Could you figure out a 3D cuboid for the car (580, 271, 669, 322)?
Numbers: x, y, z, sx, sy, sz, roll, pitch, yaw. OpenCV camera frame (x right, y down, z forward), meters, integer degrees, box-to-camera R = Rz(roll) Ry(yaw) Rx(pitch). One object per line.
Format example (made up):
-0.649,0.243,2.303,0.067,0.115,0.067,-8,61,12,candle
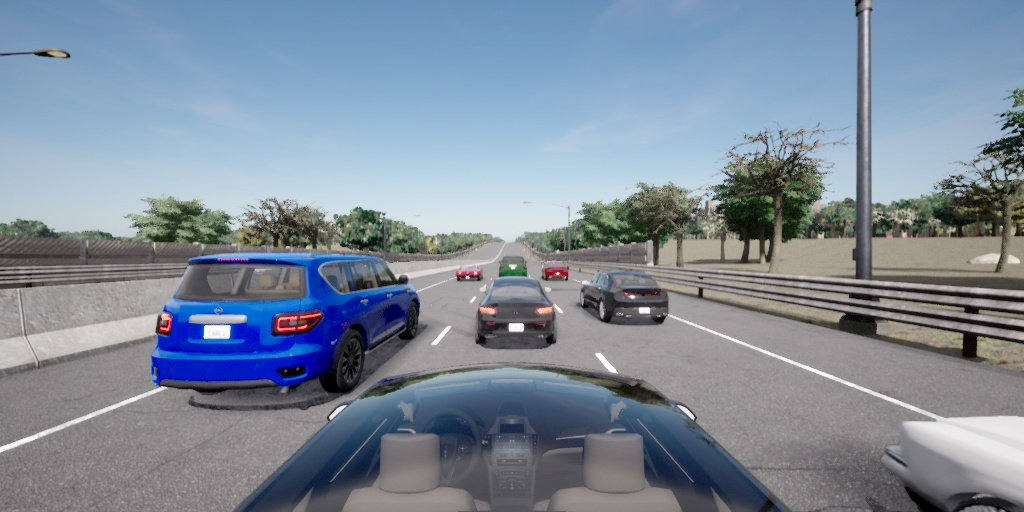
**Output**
3.594,1.243,12.199,1.837,1.490,4.892,0,0,0,car

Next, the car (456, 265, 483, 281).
-3.423,1.353,29.679,1.895,1.301,4.718,0,0,-1,car

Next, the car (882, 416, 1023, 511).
3.599,1.353,0.383,1.895,1.301,4.718,0,0,0,car

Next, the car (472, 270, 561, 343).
0.092,1.266,9.485,1.812,1.442,4.674,0,0,0,car

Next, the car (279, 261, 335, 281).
-17.626,1.248,31.183,2.128,1.511,4.902,0,0,0,car

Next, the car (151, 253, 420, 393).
-3.405,0.966,6.821,2.150,2.045,5.566,0,0,0,car

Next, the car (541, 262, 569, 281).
3.571,1.232,30.318,1.882,1.535,5.008,0,0,0,car

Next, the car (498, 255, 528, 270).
0.074,0.972,28.792,2.150,2.045,5.566,0,0,0,car

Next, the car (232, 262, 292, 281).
-21.127,1.280,30.599,1.812,1.442,4.674,0,0,0,car
